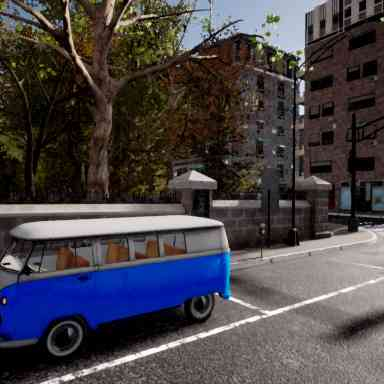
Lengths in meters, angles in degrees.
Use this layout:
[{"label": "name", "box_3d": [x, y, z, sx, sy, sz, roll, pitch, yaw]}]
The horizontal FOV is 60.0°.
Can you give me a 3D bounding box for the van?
[{"label": "van", "box_3d": [-1.186, 1.342, 5.655, 3.998, 1.788, 1.690, 0, 1, -36]}]
